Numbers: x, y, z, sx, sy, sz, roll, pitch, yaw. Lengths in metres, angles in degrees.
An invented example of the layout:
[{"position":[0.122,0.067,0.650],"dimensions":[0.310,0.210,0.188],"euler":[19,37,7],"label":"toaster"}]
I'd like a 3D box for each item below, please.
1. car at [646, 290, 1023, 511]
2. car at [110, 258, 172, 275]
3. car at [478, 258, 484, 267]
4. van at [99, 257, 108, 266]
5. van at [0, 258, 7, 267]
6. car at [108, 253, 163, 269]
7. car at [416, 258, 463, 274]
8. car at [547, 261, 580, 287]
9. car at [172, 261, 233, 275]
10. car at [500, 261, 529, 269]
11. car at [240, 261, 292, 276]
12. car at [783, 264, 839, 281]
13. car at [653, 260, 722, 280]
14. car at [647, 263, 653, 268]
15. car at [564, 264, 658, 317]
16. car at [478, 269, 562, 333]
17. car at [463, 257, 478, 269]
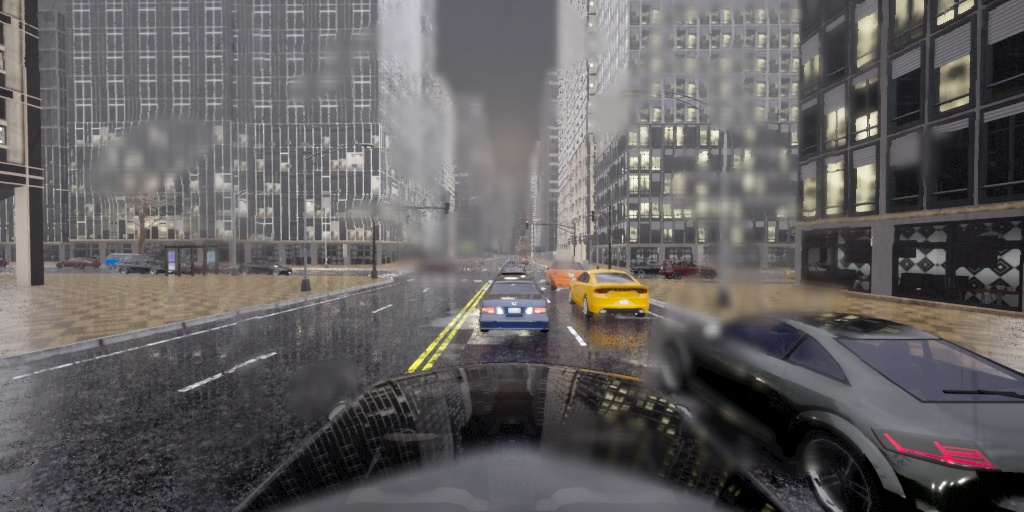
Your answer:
[{"position":[3.339,1.313,4.057],"dimensions":[1.994,1.385,4.181],"euler":[0,0,0],"label":"car"},{"position":[-34.165,1.068,33.578],"dimensions":[4.313,1.339,1.948],"euler":[0,0,1],"label":"car"},{"position":[-6.696,1.054,64.259],"dimensions":[2.097,1.767,4.553],"euler":[0,0,0],"label":"car"},{"position":[-45.375,0.604,42.214],"dimensions":[3.998,1.789,1.690],"euler":[0,0,1],"label":"van"},{"position":[-51.210,0.686,33.939],"dimensions":[3.998,1.789,1.690],"euler":[0,0,1],"label":"van"},{"position":[-40.793,0.699,39.526],"dimensions":[4.553,1.767,2.097],"euler":[1,1,1],"label":"car"},{"position":[-8.011,0.997,38.947],"dimensions":[4.553,1.767,2.097],"euler":[1,1,1],"label":"car"},{"position":[3.305,1.092,22.147],"dimensions":[2.097,1.767,4.553],"euler":[0,0,0],"label":"car"},{"position":[-28.484,1.137,33.417],"dimensions":[4.207,1.307,1.802],"euler":[0,0,1],"label":"car"},{"position":[0.060,1.232,20.488],"dimensions":[2.128,1.511,4.902],"euler":[0,0,0],"label":"car"},{"position":[-22.800,1.173,33.296],"dimensions":[4.313,1.339,1.948],"euler":[0,0,1],"label":"car"},{"position":[27.575,1.578,32.681],"dimensions":[4.829,1.417,1.751],"euler":[0,0,1],"label":"car"},{"position":[16.126,1.268,32.853],"dimensions":[5.009,1.841,2.192],"euler":[0,0,1],"label":"car"},{"position":[15.188,1.452,38.646],"dimensions":[4.718,1.301,1.895],"euler":[0,1,1],"label":"car"},{"position":[3.325,1.223,13.142],"dimensions":[1.882,1.535,5.008],"euler":[0,0,0],"label":"car"},{"position":[0.081,1.294,10.735],"dimensions":[2.033,1.411,5.357],"euler":[0,0,1],"label":"car"},{"position":[-6.706,1.277,54.258],"dimensions":[1.994,1.385,4.181],"euler":[0,0,0],"label":"car"}]
